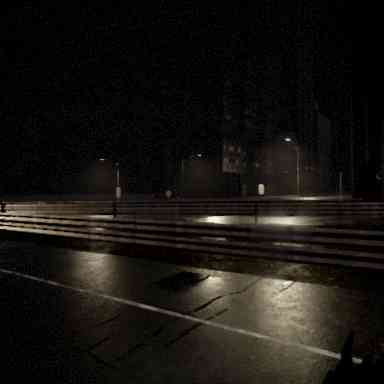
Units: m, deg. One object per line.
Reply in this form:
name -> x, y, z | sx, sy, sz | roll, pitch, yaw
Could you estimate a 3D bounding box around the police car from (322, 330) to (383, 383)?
police car -> 3.254, 1.482, 1.552 | 4.974, 1.542, 2.038 | -1, -1, 35
